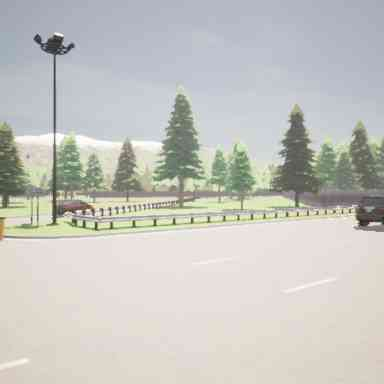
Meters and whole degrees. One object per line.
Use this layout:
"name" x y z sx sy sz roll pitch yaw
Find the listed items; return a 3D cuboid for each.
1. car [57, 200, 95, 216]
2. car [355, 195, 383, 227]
"car" -11.175 1.528 32.164 1.812 1.442 4.674 0 0 16
"car" 12.730 1.227 21.366 5.566 2.045 2.150 0 0 -35
